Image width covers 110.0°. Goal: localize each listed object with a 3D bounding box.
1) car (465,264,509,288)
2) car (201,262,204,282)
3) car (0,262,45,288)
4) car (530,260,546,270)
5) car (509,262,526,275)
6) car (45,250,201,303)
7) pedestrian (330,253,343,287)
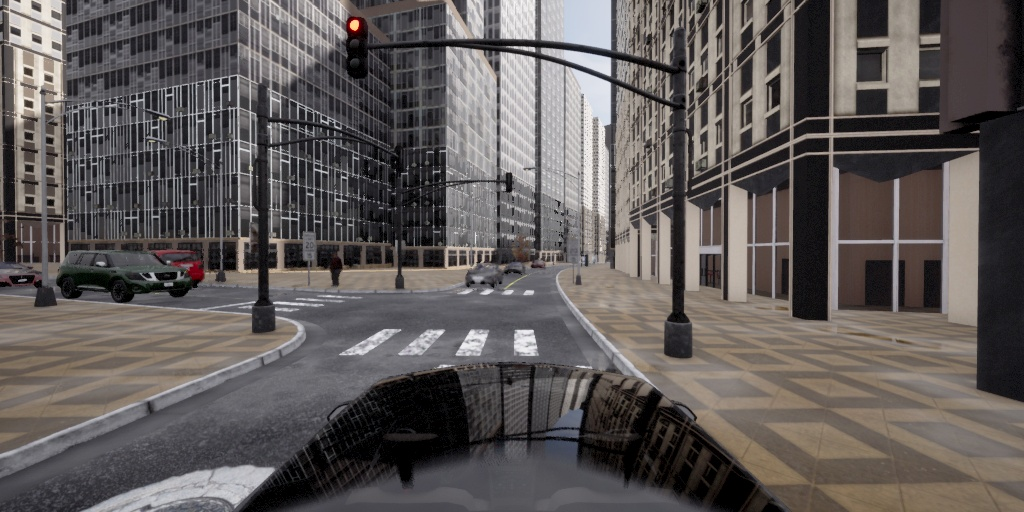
[{"bbox_3d":[-1.739,1.264,23.860,2.128,1.511,4.902,0,0,7],"label":"car"},{"bbox_3d":[-19.121,0.698,19.035,5.566,2.045,2.150,1,1,18],"label":"car"},{"bbox_3d":[-25.803,0.981,18.032,4.181,1.385,1.994,1,1,16],"label":"car"},{"bbox_3d":[4.233,1.403,58.077,1.882,1.535,5.008,0,0,14],"label":"car"},{"bbox_3d":[0.440,1.376,39.893,2.033,1.411,5.357,0,0,10],"label":"car"},{"bbox_3d":[-16.617,0.770,15.376,5.566,2.045,2.150,1,1,17],"label":"car"},{"bbox_3d":[-9.580,0.716,19.439,0.375,1.860,0.375,0,0,16],"label":"pedestrian"}]
